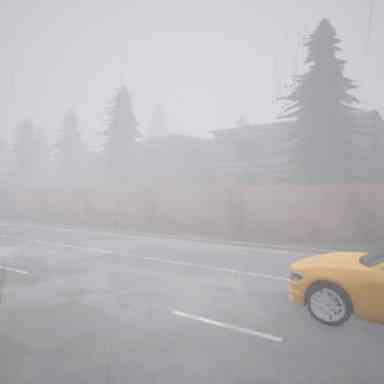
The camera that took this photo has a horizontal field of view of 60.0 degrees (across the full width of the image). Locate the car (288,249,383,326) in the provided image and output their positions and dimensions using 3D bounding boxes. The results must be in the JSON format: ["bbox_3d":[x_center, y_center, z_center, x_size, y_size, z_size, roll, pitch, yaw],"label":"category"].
[{"bbox_3d":[4.102,1.469,5.361,5.008,1.535,1.882,0,0,35],"label":"car"}]
